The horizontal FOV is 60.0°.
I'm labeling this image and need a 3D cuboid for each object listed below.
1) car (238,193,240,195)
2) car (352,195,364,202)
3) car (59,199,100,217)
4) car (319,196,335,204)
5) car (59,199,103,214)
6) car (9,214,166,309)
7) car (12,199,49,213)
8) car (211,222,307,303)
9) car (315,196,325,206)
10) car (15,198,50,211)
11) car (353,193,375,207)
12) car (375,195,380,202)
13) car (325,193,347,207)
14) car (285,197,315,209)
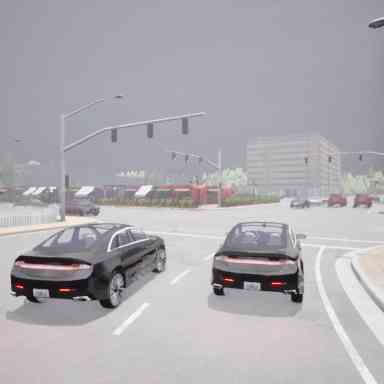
[{"bbox_3d":[11.527,1.209,88.628,4.605,1.855,1.932,0,0,32],"label":"car"},{"bbox_3d":[39.702,1.540,79.488,2.033,1.411,5.357,0,0,32],"label":"car"},{"bbox_3d":[-11.003,1.619,32.491,4.181,1.385,1.994,0,0,33],"label":"car"},{"bbox_3d":[25.980,1.477,63.898,1.882,1.535,5.008,0,0,32],"label":"car"},{"bbox_3d":[-12.563,1.547,37.617,4.902,1.511,2.128,0,0,32],"label":"car"},{"bbox_3d":[-2.035,1.492,7.980,2.128,1.511,4.902,0,0,12],"label":"car"},{"bbox_3d":[-18.117,1.619,36.966,4.181,1.385,1.994,0,0,32],"label":"car"},{"bbox_3d":[1.783,1.492,8.358,2.128,1.511,4.902,0,0,17],"label":"car"},{"bbox_3d":[20.318,1.526,54.846,1.812,1.442,4.674,0,0,32],"label":"car"},{"bbox_3d":[-20.365,1.581,42.508,4.674,1.442,1.812,0,0,32],"label":"car"},{"bbox_3d":[25.755,1.221,49.988,2.150,2.045,5.566,0,0,32],"label":"car"},{"bbox_3d":[42.463,1.524,77.297,1.812,1.442,4.674,0,0,32],"label":"car"},{"bbox_3d":[22.665,1.221,51.647,2.150,2.045,5.566,0,0,32],"label":"car"},{"bbox_3d":[15.146,1.491,46.470,2.128,1.511,4.902,0,0,32],"label":"car"}]
